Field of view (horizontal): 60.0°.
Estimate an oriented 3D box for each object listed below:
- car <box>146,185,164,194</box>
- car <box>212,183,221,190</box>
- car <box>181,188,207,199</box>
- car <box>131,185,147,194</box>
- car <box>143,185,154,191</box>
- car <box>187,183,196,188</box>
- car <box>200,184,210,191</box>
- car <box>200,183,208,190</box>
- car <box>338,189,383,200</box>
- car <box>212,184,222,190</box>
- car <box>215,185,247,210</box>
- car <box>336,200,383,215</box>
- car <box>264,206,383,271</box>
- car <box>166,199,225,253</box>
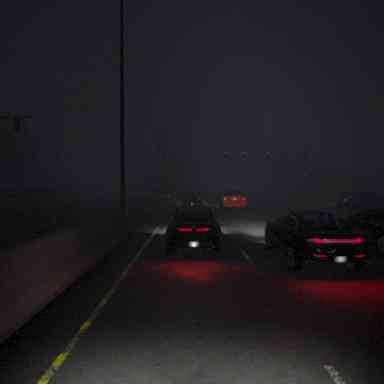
[{"bbox_3d":[-7.110,-0.446,64.856,1.882,1.535,5.008,0,2,0],"label":"car"},{"bbox_3d":[6.859,-1.578,92.733,2.097,1.767,4.553,0,2,0],"label":"car"},{"bbox_3d":[0.042,0.691,30.022,2.128,1.511,4.902,0,2,0],"label":"car"},{"bbox_3d":[-10.605,-0.376,64.848,2.033,1.411,5.357,0,2,0],"label":"car"},{"bbox_3d":[-10.623,-0.985,81.164,1.882,1.535,5.008,0,2,0],"label":"car"},{"bbox_3d":[-0.125,-0.959,82.347,2.033,1.411,5.357,0,2,0],"label":"car"},{"bbox_3d":[3.375,-1.002,82.351,1.837,1.490,4.892,0,2,0],"label":"car"},{"bbox_3d":[3.359,-1.578,92.728,2.097,1.767,4.553,0,2,0],"label":"car"},{"bbox_3d":[13.852,0.663,26.546,4.553,1.767,2.097,-1,2,-22],"label":"car"},{"bbox_3d":[6.873,-1.175,83.572,2.097,1.767,4.553,0,2,0],"label":"car"},{"bbox_3d":[3.541,0.559,29.761,2.097,1.767,4.553,0,2,0],"label":"car"},{"bbox_3d":[7.058,1.279,12.071,1.837,1.490,4.892,0,2,0],"label":"car"},{"bbox_3d":[3.552,1.316,10.334,2.128,1.511,4.902,0,2,0],"label":"car"},{"bbox_3d":[0.058,1.261,12.544,1.837,1.490,4.892,0,2,0],"label":"car"}]
